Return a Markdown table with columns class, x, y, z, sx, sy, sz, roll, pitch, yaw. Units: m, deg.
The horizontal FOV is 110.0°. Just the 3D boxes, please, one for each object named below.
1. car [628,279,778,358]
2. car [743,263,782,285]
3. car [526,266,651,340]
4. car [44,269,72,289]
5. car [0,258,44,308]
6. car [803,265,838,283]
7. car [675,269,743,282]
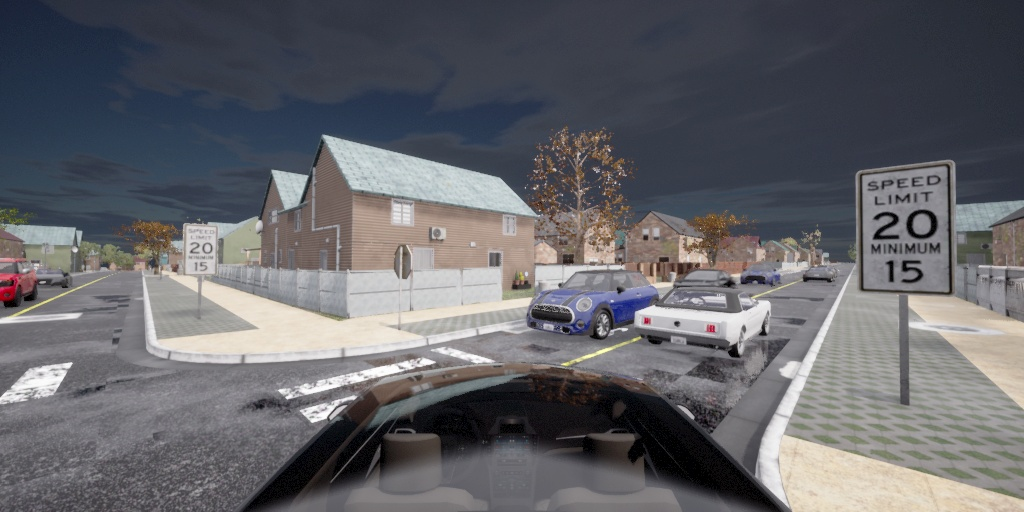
| class | x | y | z | sx | sy | sz | roll | pitch | yaw |
| --- | --- | --- | --- | --- | --- | --- | --- | --- | --- |
| car | 4.868 | 1.414 | 8.748 | 1.895 | 1.301 | 4.718 | -1 | -1 | 44 |
| car | 19.388 | 1.388 | 27.895 | 2.097 | 1.767 | 4.553 | -1 | -1 | 44 |
| car | 2.491 | 1.184 | 10.445 | 4.553 | 1.767 | 2.097 | 1 | -1 | -45 |
| car | -32.677 | 1.597 | 25.242 | 4.181 | 1.385 | 1.994 | -1 | -2 | 44 |
| car | -22.429 | 1.098 | 15.322 | 5.566 | 2.045 | 2.150 | 0 | -1 | 44 |
| car | 27.697 | 1.651 | 32.353 | 4.181 | 1.385 | 1.994 | 1 | -1 | -45 |
| car | 9.626 | 1.395 | 17.792 | 1.882 | 1.535 | 5.008 | -1 | -1 | 44 |
